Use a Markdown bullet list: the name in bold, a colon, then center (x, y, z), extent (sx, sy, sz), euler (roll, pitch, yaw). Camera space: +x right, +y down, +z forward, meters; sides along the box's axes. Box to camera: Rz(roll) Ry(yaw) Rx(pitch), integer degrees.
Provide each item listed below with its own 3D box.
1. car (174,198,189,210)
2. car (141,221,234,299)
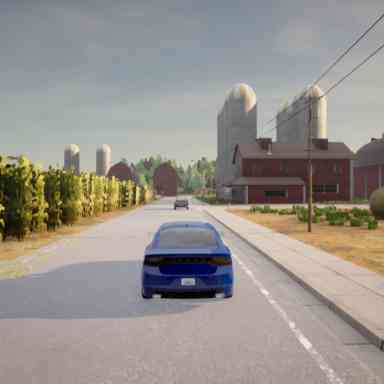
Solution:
- **car**: center (-1.419, 1.490, 43.729), extent (2.128, 1.511, 4.902), euler (0, 0, -2)
- **car**: center (-0.141, 1.478, 8.510), extent (1.882, 1.535, 5.008), euler (0, 0, -2)
